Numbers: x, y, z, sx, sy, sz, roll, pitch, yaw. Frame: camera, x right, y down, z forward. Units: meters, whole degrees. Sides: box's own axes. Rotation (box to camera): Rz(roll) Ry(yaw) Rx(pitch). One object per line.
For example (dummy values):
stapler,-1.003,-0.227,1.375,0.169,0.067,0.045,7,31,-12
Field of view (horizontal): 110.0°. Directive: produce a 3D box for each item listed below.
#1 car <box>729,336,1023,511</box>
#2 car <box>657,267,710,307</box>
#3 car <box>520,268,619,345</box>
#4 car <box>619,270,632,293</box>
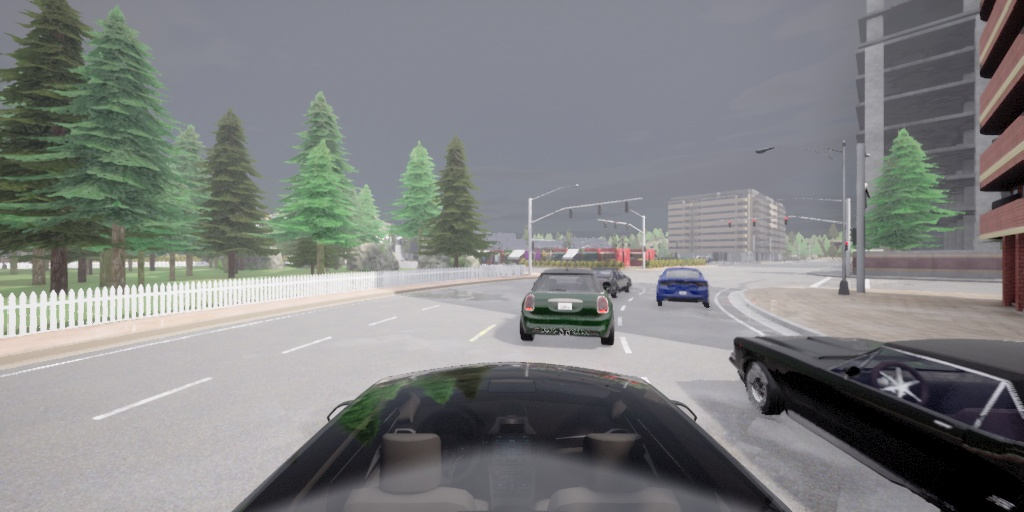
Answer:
car,3.931,1.353,2.970,1.895,1.301,4.718,0,0,3
car,7.422,1.233,15.640,1.882,1.535,5.008,0,0,25
car,1.598,1.103,9.792,2.097,1.767,4.553,0,0,12
car,4.827,1.302,18.552,2.033,1.411,5.357,0,0,29
